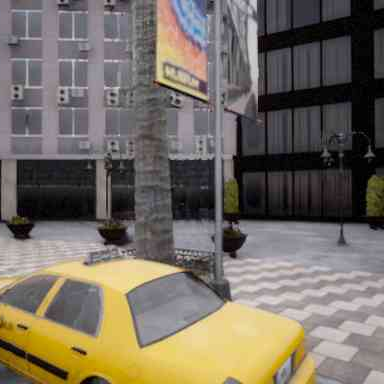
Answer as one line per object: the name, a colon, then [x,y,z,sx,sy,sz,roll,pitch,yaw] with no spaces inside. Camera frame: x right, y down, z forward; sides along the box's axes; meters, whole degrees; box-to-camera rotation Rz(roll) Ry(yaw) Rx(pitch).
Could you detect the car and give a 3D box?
car: [-1.328,1.503,4.258,5.366,1.575,1.801,-1,-1,35]
